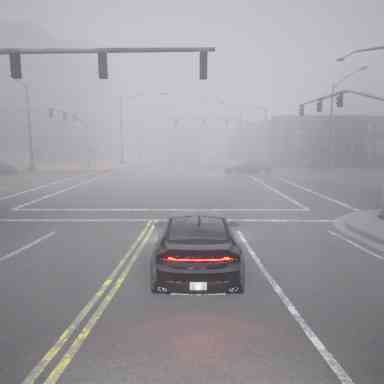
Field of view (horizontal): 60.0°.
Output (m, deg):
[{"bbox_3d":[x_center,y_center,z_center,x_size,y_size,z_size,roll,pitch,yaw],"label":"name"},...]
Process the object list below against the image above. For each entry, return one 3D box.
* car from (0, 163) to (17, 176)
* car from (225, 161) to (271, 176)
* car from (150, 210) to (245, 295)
[{"bbox_3d":[-21.272,-2.472,35.843,4.181,1.385,1.994,0,8,0],"label":"car"},{"bbox_3d":[5.969,-2.517,35.668,4.892,1.490,1.837,1,8,0],"label":"car"},{"bbox_3d":[0.114,1.198,8.097,1.837,1.490,4.892,0,4,0],"label":"car"}]
